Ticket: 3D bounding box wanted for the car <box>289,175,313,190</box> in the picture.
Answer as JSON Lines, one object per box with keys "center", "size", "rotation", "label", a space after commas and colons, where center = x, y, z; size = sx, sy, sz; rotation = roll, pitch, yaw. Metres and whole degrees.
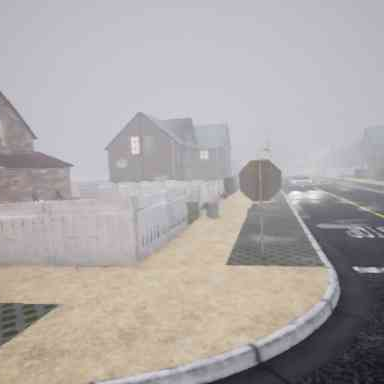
{"center": [10.460, -0.964, 32.136], "size": [1.895, 1.301, 4.718], "rotation": [-2, 4, 13], "label": "car"}
